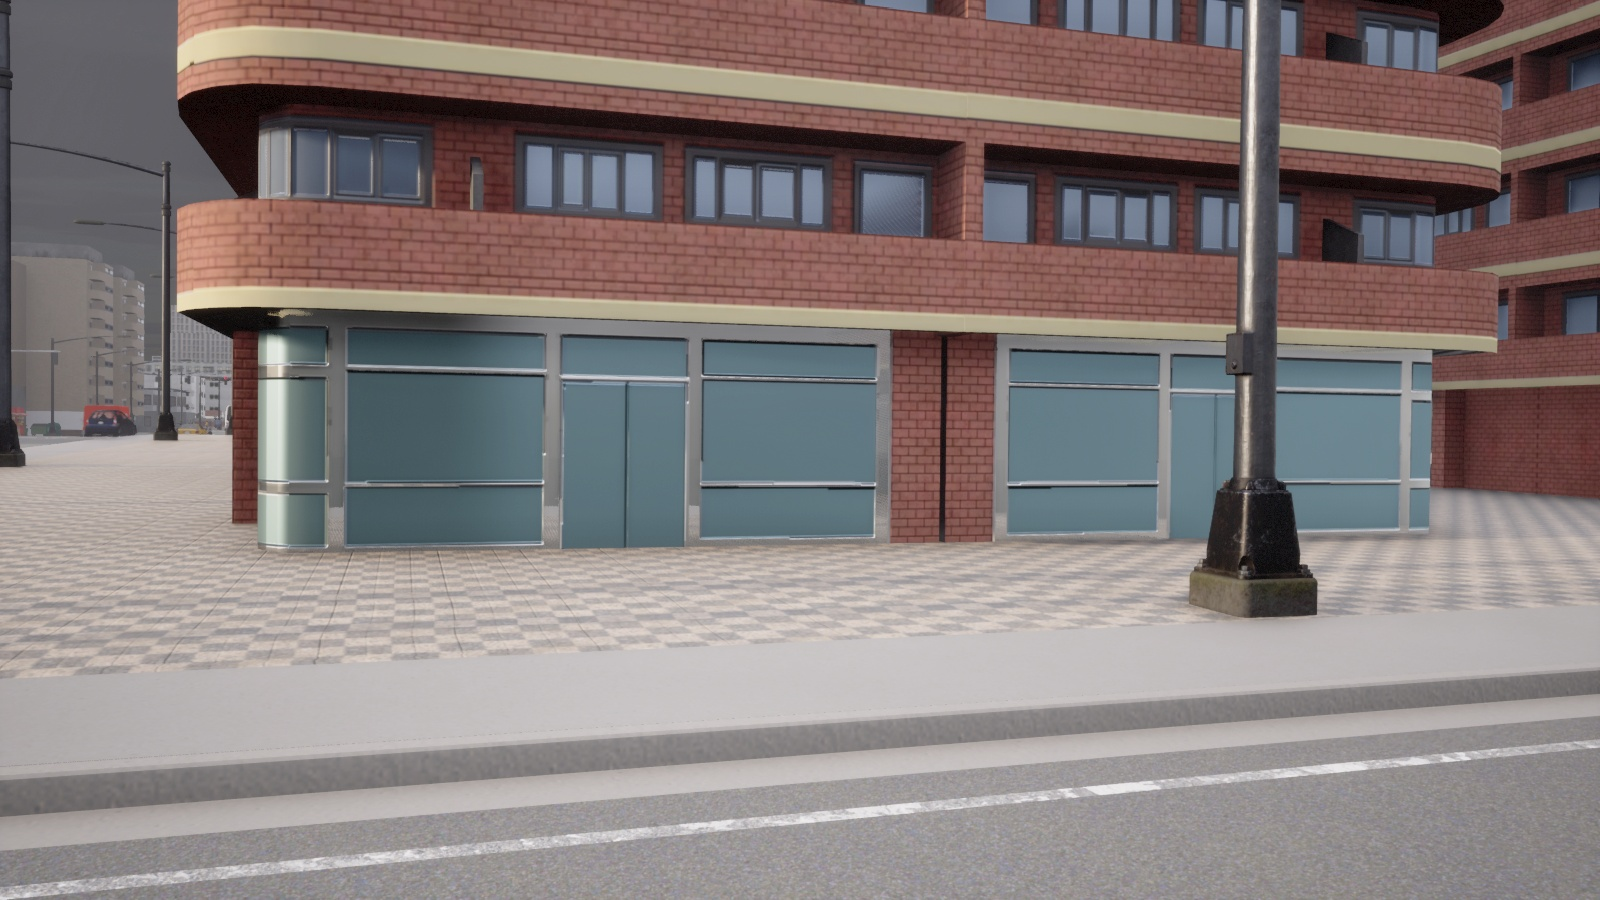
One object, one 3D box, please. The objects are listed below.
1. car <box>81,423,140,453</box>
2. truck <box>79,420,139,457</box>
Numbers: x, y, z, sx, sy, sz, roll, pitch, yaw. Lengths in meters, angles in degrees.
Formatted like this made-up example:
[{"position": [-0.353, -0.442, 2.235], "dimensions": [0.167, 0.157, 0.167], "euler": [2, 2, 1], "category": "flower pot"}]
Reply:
[{"position": [-39.308, -0.656, 71.689], "dimensions": [1.851, 1.617, 3.988], "euler": [-1, -1, -12], "category": "car"}, {"position": [-47.610, -0.770, 86.647], "dimensions": [2.627, 2.467, 5.204], "euler": [-1, 0, -18], "category": "truck"}]
